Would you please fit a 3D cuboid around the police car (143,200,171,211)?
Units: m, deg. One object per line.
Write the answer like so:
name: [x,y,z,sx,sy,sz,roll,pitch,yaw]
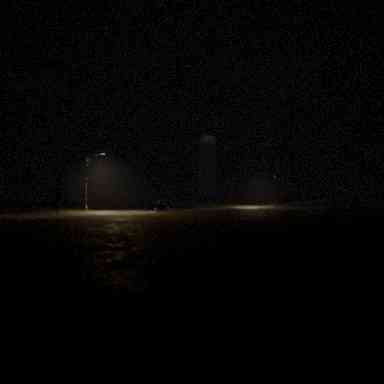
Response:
police car: [-5.367,2.001,51.299,1.930,1.638,5.238,1,0,36]
